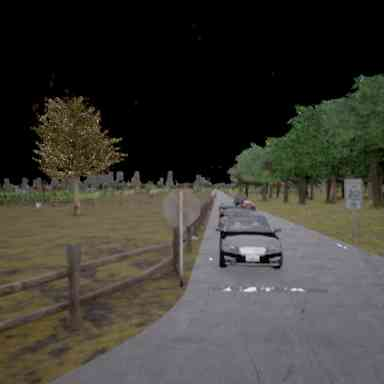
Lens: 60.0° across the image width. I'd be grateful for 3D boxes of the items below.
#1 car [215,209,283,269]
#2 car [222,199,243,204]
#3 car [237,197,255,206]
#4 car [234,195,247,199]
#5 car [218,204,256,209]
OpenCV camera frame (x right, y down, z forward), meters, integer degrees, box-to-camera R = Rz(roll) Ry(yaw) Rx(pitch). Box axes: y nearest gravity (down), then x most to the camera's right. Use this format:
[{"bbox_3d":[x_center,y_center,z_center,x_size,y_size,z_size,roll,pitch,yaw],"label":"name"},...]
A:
[{"bbox_3d":[1.890,1.542,11.445,2.128,1.511,4.902,0,0,6],"label":"car"},{"bbox_3d":[3.641,1.734,33.488,2.033,1.411,5.357,0,0,4],"label":"car"},{"bbox_3d":[7.499,1.778,45.323,1.812,1.442,4.674,0,0,4],"label":"car"},{"bbox_3d":[8.353,1.523,56.379,2.150,2.045,5.566,0,0,4],"label":"car"},{"bbox_3d":[2.675,1.673,21.009,1.994,1.385,4.181,0,0,5],"label":"car"}]
